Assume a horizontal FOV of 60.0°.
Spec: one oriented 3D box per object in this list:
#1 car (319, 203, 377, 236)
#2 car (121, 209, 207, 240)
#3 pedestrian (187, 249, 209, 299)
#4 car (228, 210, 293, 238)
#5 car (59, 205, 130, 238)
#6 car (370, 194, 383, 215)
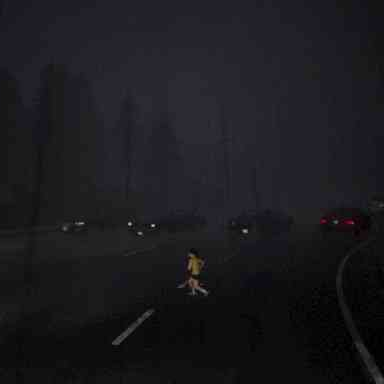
[{"bbox_3d":[8.665,1.547,18.579,2.033,1.411,5.357,0,0,36],"label":"car"},{"bbox_3d":[-1.182,1.601,17.249,1.895,1.301,4.718,0,0,34],"label":"car"},{"bbox_3d":[0.072,1.674,7.116,0.500,1.100,0.500,0,0,18],"label":"pedestrian"},{"bbox_3d":[3.871,1.601,17.941,1.895,1.301,4.718,0,0,35],"label":"car"},{"bbox_3d":[-4.787,1.491,17.978,2.128,1.511,4.902,0,0,32],"label":"car"},{"bbox_3d":[18.171,1.226,31.140,2.150,2.045,5.566,0,0,37],"label":"car"}]
